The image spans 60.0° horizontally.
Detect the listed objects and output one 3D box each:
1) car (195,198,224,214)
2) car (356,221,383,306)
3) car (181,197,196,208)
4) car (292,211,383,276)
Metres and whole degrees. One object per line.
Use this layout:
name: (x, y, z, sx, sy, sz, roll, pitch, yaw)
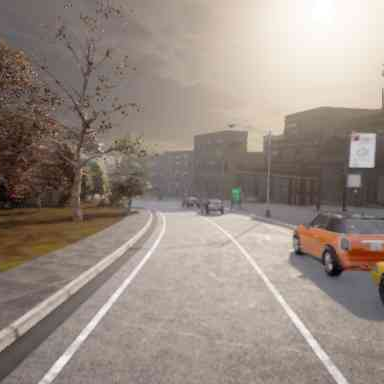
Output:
car: (2.035, 1.471, 34.854, 2.128, 1.511, 4.902, 0, 0, -8)
car: (4.629, 1.521, 4.840, 1.801, 1.575, 5.366, 1, 0, 1)
car: (-0.224, 1.455, 46.507, 1.837, 1.490, 4.892, -1, 1, -15)
car: (4.772, 1.410, 10.671, 2.097, 1.767, 4.553, 1, 0, 1)
